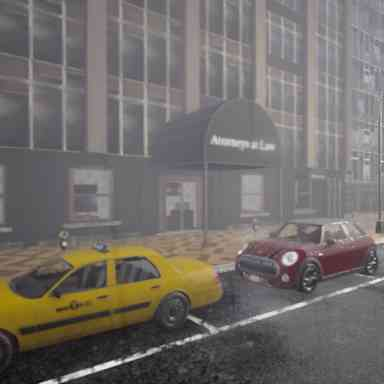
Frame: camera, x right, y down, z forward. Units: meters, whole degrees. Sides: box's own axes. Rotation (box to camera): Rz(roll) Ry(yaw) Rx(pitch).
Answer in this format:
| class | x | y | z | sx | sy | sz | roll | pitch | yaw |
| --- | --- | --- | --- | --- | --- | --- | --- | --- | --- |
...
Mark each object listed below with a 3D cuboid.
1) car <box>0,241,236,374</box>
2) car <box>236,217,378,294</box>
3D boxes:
| class | x | y | z | sx | sy | sz | roll | pitch | yaw |
| --- | --- | --- | --- | --- | --- | --- | --- | --- | --- |
| car | -1.722 | 1.527 | 5.333 | 4.829 | 1.417 | 1.752 | 0 | 0 | -35 |
| car | 3.057 | 1.446 | 8.742 | 4.097 | 1.590 | 1.967 | 0 | 0 | -35 |
